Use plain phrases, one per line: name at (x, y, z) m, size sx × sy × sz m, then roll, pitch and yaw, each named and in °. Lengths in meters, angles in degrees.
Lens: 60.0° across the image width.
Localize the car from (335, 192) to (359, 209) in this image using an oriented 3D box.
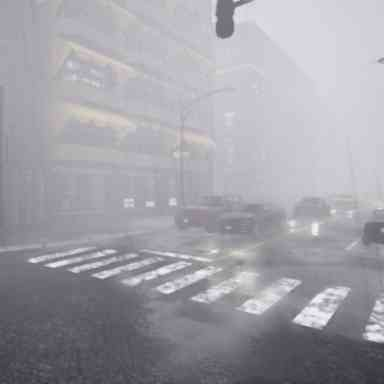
car at (16.189, 0.891, 35.006) m, size 1.882 × 1.535 × 5.008 m, roll 1°, pitch 1°, yaw 35°

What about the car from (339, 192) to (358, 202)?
car at (23.572, 0.720, 50.020) m, size 1.947 × 1.339 × 4.313 m, roll 2°, pitch 2°, yaw 35°

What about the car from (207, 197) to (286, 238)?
car at (2.988, 1.221, 16.272) m, size 1.882 × 1.535 × 5.008 m, roll 1°, pitch 1°, yaw 35°

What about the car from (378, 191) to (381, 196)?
car at (39.595, 0.337, 72.802) m, size 1.802 × 1.307 × 4.206 m, roll 2°, pitch 2°, yaw 35°

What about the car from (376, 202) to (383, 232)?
car at (11.175, 1.284, 17.829) m, size 1.802 × 1.307 × 4.206 m, roll 2°, pitch 2°, yaw 35°

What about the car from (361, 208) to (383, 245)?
car at (7.971, 1.349, 13.273) m, size 1.947 × 1.339 × 4.313 m, roll 2°, pitch 2°, yaw 35°

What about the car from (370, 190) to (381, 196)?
car at (42.800, 0.257, 77.359) m, size 1.802 × 1.307 × 4.206 m, roll 2°, pitch 2°, yaw 35°

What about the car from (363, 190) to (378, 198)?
car at (36.391, 0.379, 68.245) m, size 1.887 × 1.381 × 4.507 m, roll 2°, pitch 2°, yaw 35°

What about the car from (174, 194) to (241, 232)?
car at (1.142, 1.032, 18.119) m, size 2.192 × 1.841 × 5.009 m, roll 2°, pitch 2°, yaw 35°

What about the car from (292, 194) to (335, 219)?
car at (8.920, 1.099, 24.703) m, size 1.837 × 1.490 × 4.892 m, roll 1°, pitch 1°, yaw 35°

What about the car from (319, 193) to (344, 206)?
car at (17.163, 0.881, 40.907) m, size 1.947 × 1.339 × 4.313 m, roll 2°, pitch 2°, yaw 35°

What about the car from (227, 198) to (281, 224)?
car at (4.344, 1.181, 22.681) m, size 1.887 × 1.381 × 4.507 m, roll 2°, pitch 2°, yaw 35°
